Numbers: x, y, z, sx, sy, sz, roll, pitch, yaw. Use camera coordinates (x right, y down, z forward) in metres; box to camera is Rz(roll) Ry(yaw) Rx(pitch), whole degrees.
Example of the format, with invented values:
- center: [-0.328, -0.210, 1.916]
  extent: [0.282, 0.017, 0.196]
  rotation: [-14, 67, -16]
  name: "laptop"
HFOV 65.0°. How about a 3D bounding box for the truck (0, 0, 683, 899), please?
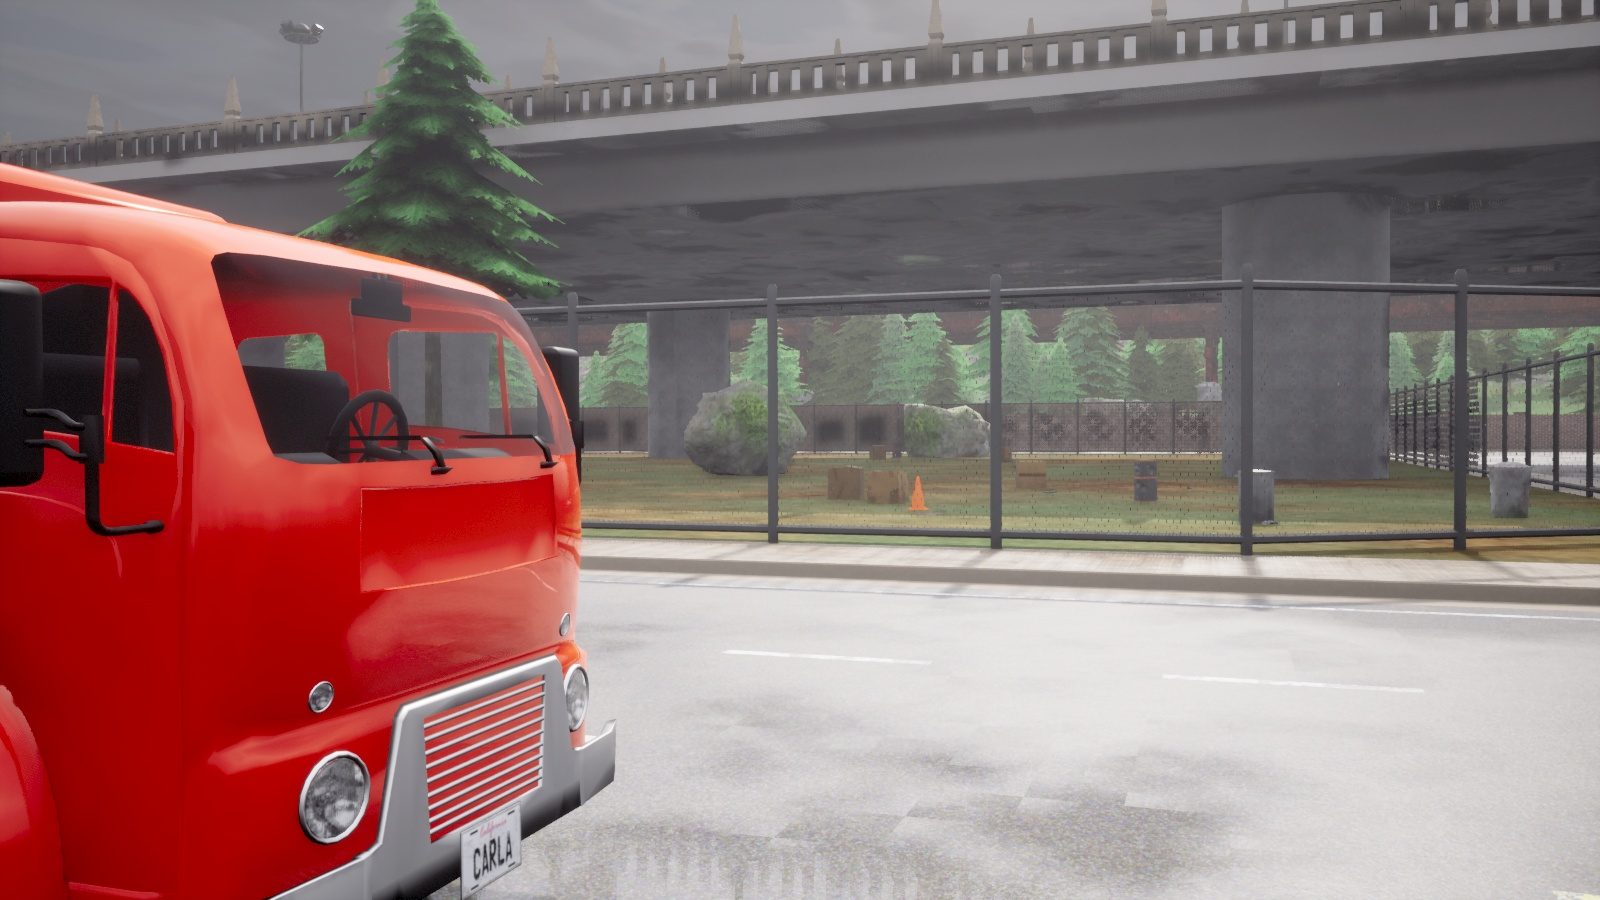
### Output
- center: [-3.327, 0.258, 4.304]
  extent: [5.204, 2.467, 2.627]
  rotation: [1, 1, 19]
  name: "truck"
